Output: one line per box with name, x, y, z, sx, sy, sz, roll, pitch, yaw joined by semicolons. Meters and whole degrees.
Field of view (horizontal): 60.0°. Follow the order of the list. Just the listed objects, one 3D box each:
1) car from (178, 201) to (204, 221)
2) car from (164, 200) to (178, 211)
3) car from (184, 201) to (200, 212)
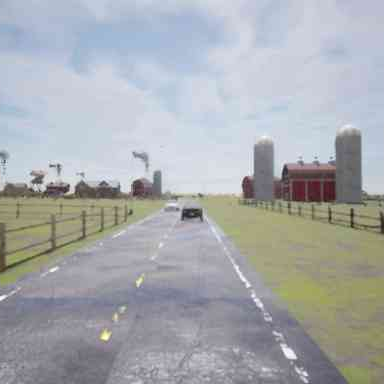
car;0.022;1.697;29.901;1.882;1.535;5.008;0;0;0
car;-2.747;1.866;45.990;1.812;1.442;4.674;0;-1;0
car;0.062;1.890;44.228;1.994;1.385;4.181;0;0;0
